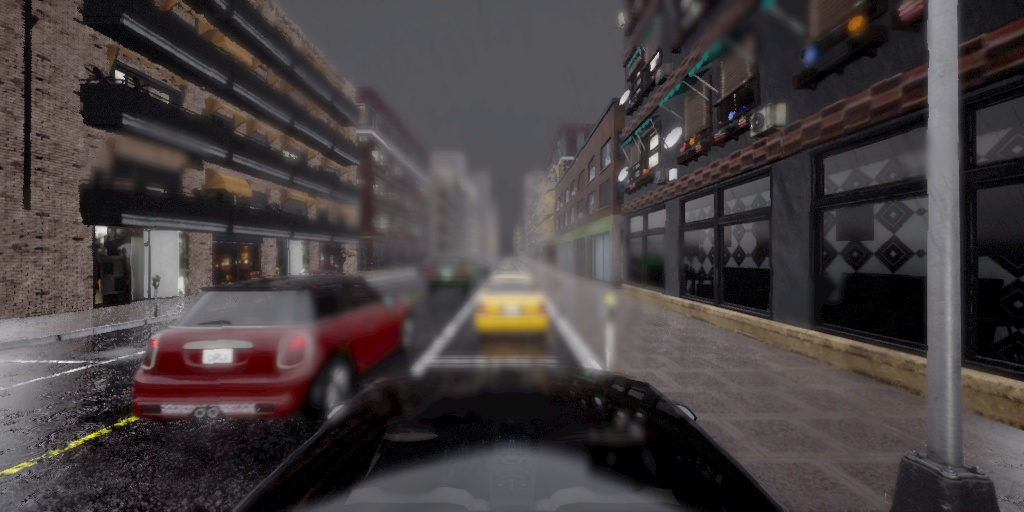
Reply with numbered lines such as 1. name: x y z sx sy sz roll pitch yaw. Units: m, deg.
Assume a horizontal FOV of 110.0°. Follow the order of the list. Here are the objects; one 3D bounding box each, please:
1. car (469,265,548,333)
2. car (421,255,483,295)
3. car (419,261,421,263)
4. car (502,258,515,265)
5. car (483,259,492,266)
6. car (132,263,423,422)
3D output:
1. car: 0.005 1.207 10.689 1.801 1.575 5.366 0 0 0
2. car: -3.116 0.974 19.942 2.150 2.045 5.566 0 0 0
3. car: -8.837 1.064 39.007 2.192 1.841 5.009 0 0 0
4. car: -0.456 1.275 39.173 1.751 1.417 4.829 0 0 0
5. car: -3.103 1.101 35.963 2.097 1.767 4.553 0 0 1
6. car: -3.145 1.102 5.969 2.097 1.767 4.553 0 0 0
